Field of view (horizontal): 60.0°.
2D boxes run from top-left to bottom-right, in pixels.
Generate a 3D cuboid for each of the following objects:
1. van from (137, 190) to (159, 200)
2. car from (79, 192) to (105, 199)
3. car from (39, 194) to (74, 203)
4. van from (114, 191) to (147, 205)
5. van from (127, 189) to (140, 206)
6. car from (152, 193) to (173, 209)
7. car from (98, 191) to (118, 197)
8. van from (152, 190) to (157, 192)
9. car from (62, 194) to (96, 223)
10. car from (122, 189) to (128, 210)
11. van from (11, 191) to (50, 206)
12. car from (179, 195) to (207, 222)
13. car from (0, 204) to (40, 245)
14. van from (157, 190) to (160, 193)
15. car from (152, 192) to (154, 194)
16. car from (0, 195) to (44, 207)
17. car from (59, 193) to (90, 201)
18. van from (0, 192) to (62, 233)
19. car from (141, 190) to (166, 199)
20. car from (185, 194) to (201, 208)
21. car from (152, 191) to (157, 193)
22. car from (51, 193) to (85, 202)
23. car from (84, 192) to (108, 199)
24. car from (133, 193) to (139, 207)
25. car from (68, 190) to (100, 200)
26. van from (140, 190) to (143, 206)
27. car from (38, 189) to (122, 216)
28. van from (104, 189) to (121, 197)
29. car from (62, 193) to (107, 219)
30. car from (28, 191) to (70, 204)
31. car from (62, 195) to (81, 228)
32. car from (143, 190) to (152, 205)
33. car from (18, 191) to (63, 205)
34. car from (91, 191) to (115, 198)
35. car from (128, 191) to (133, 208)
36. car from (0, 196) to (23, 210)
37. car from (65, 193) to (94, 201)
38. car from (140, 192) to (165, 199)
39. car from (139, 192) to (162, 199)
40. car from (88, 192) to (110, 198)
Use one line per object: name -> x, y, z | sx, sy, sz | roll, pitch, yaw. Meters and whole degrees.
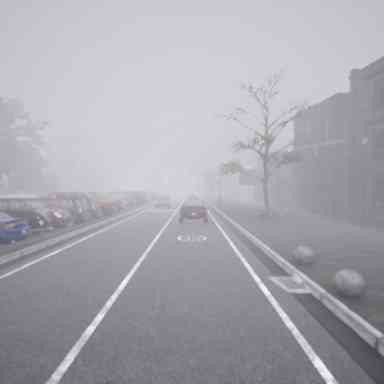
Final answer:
van -> -9.083, 0.616, 68.793 | 4.442, 1.987, 1.878 | 0, 1, 0
car -> -22.057, 0.770, 73.545 | 5.008, 1.535, 2.097 | 0, 1, 0
car -> -22.056, 1.075, 54.111 | 4.792, 1.488, 2.163 | 0, 1, 0
van -> -9.058, 0.867, 49.162 | 4.442, 1.987, 1.878 | 0, 1, 0
van -> -9.048, 0.932, 40.755 | 4.442, 1.987, 1.878 | 0, 0, 0
car -> -3.338, 1.182, 39.827 | 1.837, 1.490, 4.892 | 0, 0, 0
car -> -22.040, 0.584, 87.422 | 4.792, 1.488, 2.163 | 0, 1, 0
van -> -9.072, 0.741, 60.382 | 4.442, 1.987, 1.878 | 0, 1, 0
car -> -8.875, 1.182, 21.133 | 4.553, 1.767, 2.185 | 0, 0, 0
car -> -8.889, 0.992, 29.542 | 5.566, 2.045, 2.435 | 0, 0, 0
van -> -22.134, 0.895, 45.780 | 4.442, 1.987, 1.878 | 0, 0, 0
car -> 0.104, 1.284, 24.367 | 1.882, 1.535, 5.008 | 0, 1, 0
car -> -8.891, 1.372, 12.724 | 5.008, 1.535, 2.097 | 0, 0, 0
van -> -8.842, 0.702, 63.184 | 4.442, 1.987, 1.878 | 0, 1, 0
car -> -8.951, 1.066, 51.972 | 4.892, 1.521, 2.231 | 0, 1, 0
car -> -22.200, 1.139, 43.008 | 5.366, 1.575, 1.946 | 0, 0, 0
car -> -22.033, 0.940, 62.442 | 5.008, 1.535, 2.097 | 0, 1, 0
van -> -8.783, 1.125, 15.526 | 4.442, 1.987, 1.878 | 0, 0, 0
car -> -8.948, 0.461, 77.202 | 5.566, 2.045, 2.435 | 0, 1, 0
car -> 0.105, 1.114, 41.771 | 1.801, 1.575, 5.366 | 0, 0, 0
car -> -8.981, 1.034, 57.583 | 4.792, 1.488, 2.163 | 0, 1, 0
car -> -22.219, 0.975, 59.665 | 5.366, 1.575, 1.946 | 0, 1, 0
car -> -22.061, 0.728, 76.320 | 4.892, 1.521, 2.231 | 0, 1, 0
car -> -8.921, 1.180, 37.953 | 4.892, 1.521, 2.231 | 0, 0, 0
car -> -22.016, 0.605, 67.990 | 5.566, 2.045, 2.435 | 0, 1, 0
van -> -9.051, 0.910, 43.558 | 4.442, 1.987, 1.878 | 0, 0, 0
car -> -8.885, 1.014, 26.738 | 5.566, 2.045, 2.435 | 0, 0, 0
van -> -22.192, 0.243, 92.967 | 4.442, 1.987, 1.878 | 0, 1, 0
car -> -8.879, 1.161, 23.936 | 4.553, 1.767, 2.185 | 0, 0, 0
car -> -21.996, 0.822, 51.333 | 5.566, 2.045, 2.435 | 0, 1, 0
car -> -8.934, 1.204, 18.330 | 4.553, 1.767, 2.185 | 0, 0, 0
car -> -8.910, 0.864, 46.362 | 5.566, 2.045, 2.435 | 0, 0, 0
car -> -22.049, 0.848, 48.556 | 5.566, 2.045, 2.435 | 0, 0, 0
car -> -21.876, 0.638, 81.870 | 5.366, 1.575, 1.946 | 0, 1, 0
car -> -8.955, 1.075, 35.149 | 4.553, 1.767, 2.185 | 0, 0, 0
car -> -21.978, 1.214, 37.457 | 4.792, 1.488, 2.163 | 0, 0, 0
car -> -22.035, 0.900, 65.219 | 4.892, 1.521, 2.231 | 0, 1, 0
car -> -8.788, 0.752, 74.403 | 5.366, 1.575, 1.946 | 0, 1, 0
car -> -8.972, 0.839, 71.600 | 4.674, 1.452, 2.002 | 0, 1, 0
car -> -22.088, 0.714, 79.095 | 4.792, 1.488, 2.163 | 0, 1, 0
